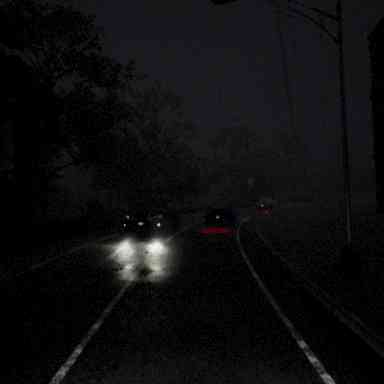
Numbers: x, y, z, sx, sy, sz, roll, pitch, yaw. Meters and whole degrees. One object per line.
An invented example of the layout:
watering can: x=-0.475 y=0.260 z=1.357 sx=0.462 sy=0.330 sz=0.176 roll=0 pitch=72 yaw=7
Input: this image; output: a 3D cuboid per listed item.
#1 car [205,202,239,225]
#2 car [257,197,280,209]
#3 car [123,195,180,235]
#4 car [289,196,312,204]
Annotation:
car: x=2.174 y=1.421 z=23.444 sx=1.882 sy=1.535 sz=5.008 roll=-2 pitch=0 yaw=13
car: x=9.377 y=1.322 z=40.913 sx=1.812 sy=1.442 sz=4.674 roll=-3 pitch=-1 yaw=30
car: x=-2.176 y=1.238 z=19.485 sx=2.150 sy=2.045 sz=5.566 roll=-1 pitch=0 yaw=9
car: x=18.781 y=1.296 z=57.523 sx=4.718 sy=1.301 sz=1.895 roll=-2 pitch=-3 yaw=-41
